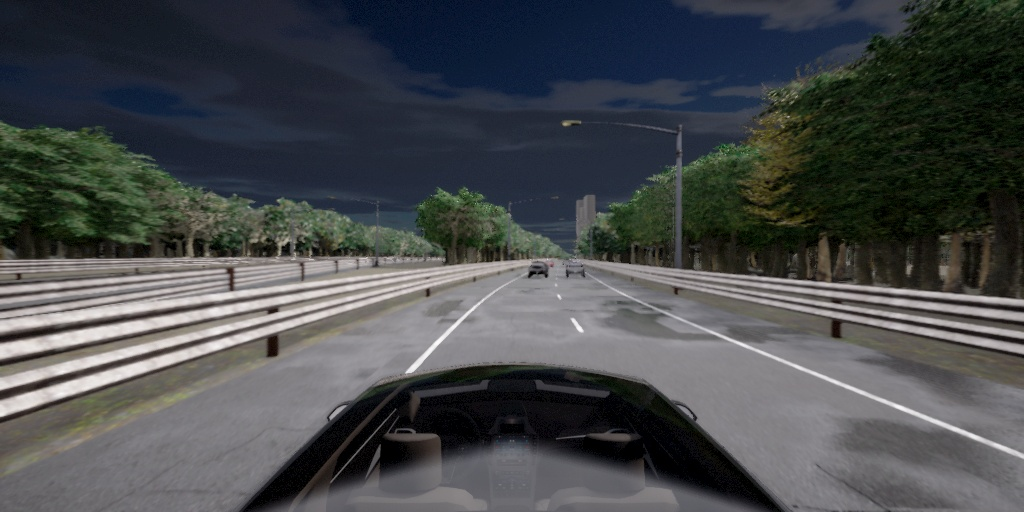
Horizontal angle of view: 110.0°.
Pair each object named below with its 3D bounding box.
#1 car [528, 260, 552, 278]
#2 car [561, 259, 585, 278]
[{"bbox_3d":[2.669,1.293,35.400,1.837,1.490,4.892,0,0,8],"label":"car"},{"bbox_3d":[6.250,1.309,35.763,2.128,1.511,4.902,0,0,8],"label":"car"}]
